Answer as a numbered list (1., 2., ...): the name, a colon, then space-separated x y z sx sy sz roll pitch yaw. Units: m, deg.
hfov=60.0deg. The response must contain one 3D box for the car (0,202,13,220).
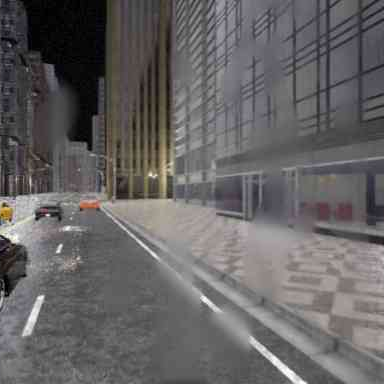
1. car: -13.611 1.405 22.723 1.882 1.535 5.008 0 0 -18

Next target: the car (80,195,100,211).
1. car: -11.924 1.207 38.918 2.097 1.767 4.553 0 1 -16

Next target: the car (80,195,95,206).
1. car: -16.352 1.251 52.133 2.128 1.511 4.902 0 0 -18

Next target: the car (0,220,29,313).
1. car: -4.850 1.547 7.209 1.994 1.385 4.181 0 0 -18

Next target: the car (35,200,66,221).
1. car: -11.167 1.419 26.314 1.837 1.490 4.892 0 0 -18
